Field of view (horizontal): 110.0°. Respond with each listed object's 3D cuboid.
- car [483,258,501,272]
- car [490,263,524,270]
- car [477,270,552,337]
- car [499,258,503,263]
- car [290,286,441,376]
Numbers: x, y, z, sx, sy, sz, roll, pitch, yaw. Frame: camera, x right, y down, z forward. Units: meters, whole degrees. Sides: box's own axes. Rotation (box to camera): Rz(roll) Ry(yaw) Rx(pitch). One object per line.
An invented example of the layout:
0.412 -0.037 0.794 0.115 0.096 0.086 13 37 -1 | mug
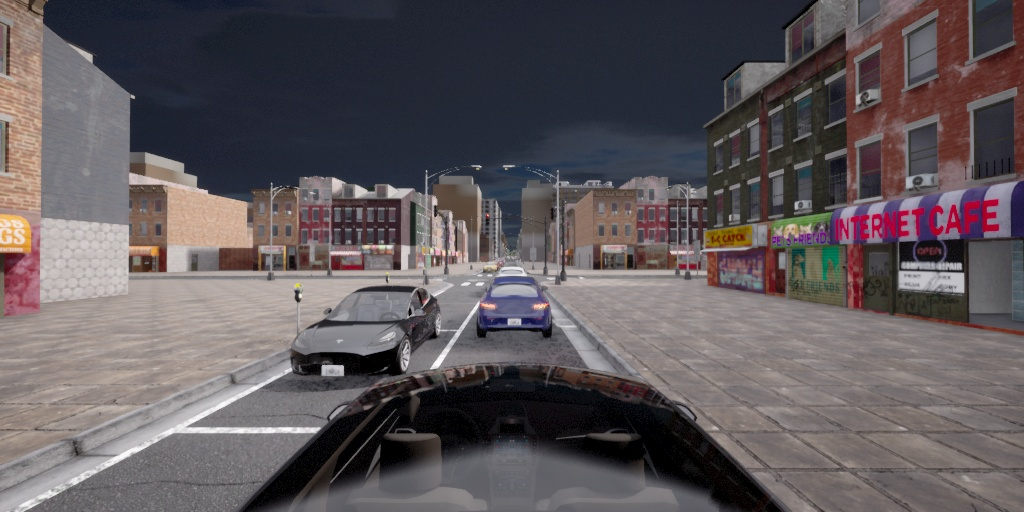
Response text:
-2.707 1.322 45.058 1.751 1.417 4.829 0 0 0 | car
-0.010 1.284 19.275 1.812 1.442 4.674 0 0 0 | car
0.065 1.278 10.141 1.812 1.442 4.674 0 0 0 | car
-2.717 1.355 50.833 1.888 1.381 4.507 0 0 0 | car
-2.647 1.317 7.459 1.948 1.339 4.313 0 0 0 | car
